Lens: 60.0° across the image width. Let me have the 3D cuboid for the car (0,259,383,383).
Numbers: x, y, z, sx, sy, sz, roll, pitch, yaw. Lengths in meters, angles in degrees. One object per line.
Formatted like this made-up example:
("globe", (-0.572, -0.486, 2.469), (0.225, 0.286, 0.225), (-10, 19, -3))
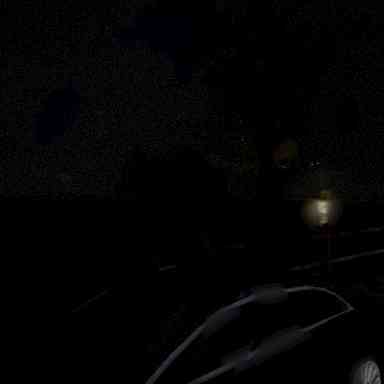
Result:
("car", (-0.029, 1.491, 3.015), (4.902, 1.511, 2.128), (0, 0, -36))
